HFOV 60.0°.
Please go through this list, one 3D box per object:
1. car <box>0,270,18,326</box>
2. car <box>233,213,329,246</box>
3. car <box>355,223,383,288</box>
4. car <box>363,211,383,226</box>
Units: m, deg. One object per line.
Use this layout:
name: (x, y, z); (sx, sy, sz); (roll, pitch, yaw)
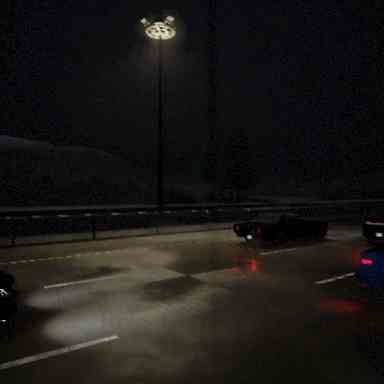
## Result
car: (-4.990, 1.523, 4.488); (4.674, 1.442, 1.812); (0, 0, -35)
car: (4.241, 1.620, 15.348); (4.718, 1.301, 1.895); (0, 0, -35)
car: (6.107, 1.562, 8.085); (5.357, 1.411, 2.033); (0, 0, -35)
car: (9.518, 1.516, 14.807); (4.902, 1.511, 2.128); (0, 0, -35)
